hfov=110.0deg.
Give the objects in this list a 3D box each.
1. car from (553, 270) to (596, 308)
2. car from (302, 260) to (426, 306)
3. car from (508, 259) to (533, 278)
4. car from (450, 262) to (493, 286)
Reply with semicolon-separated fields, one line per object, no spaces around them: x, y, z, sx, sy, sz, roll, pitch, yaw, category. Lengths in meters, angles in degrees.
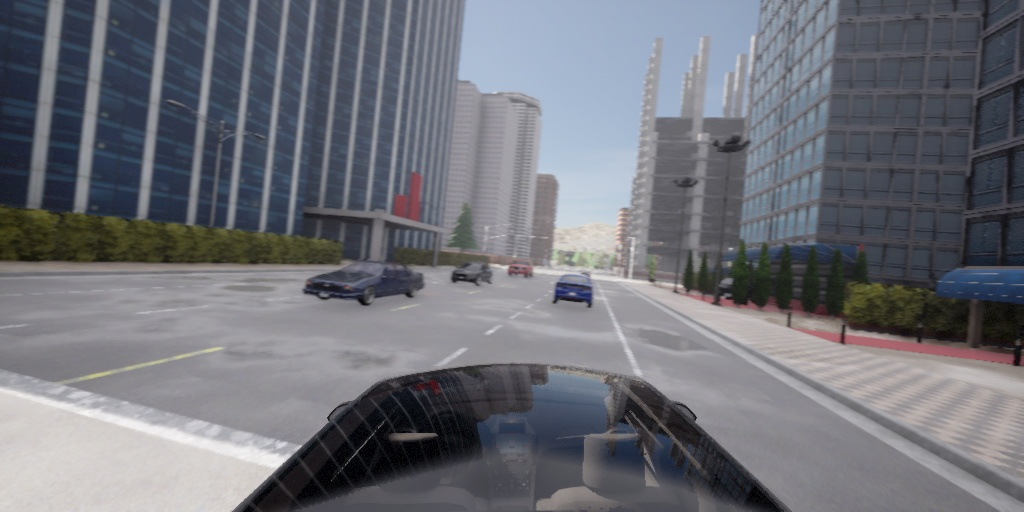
3.338;1.699;19.014;1.882;1.535;5.008;6;-1;12;car
-5.102;0.881;13.446;2.033;1.411;5.357;6;0;12;car
1.090;1.406;41.587;2.150;2.045;5.566;6;-1;13;car
-2.641;1.177;24.804;1.837;1.490;4.892;6;-1;12;car
